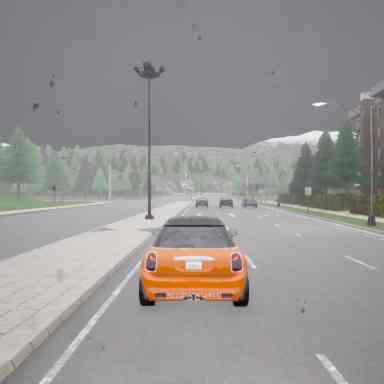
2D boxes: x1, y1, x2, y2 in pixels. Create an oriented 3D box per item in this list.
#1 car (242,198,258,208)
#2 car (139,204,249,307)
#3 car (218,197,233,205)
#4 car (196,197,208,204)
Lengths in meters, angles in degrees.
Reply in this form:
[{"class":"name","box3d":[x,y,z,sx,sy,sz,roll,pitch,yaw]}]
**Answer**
[{"class":"car","box3d":[8.488,1.547,49.227,2.033,1.411,5.357,0,0,2]},{"class":"car","box3d":[0.068,1.352,8.168,2.097,1.767,4.553,0,0,1]},{"class":"car","box3d":[4.990,1.477,49.356,1.882,1.535,5.008,0,0,2]},{"class":"car","box3d":[1.480,1.526,49.147,1.812,1.442,4.674,0,0,2]}]
